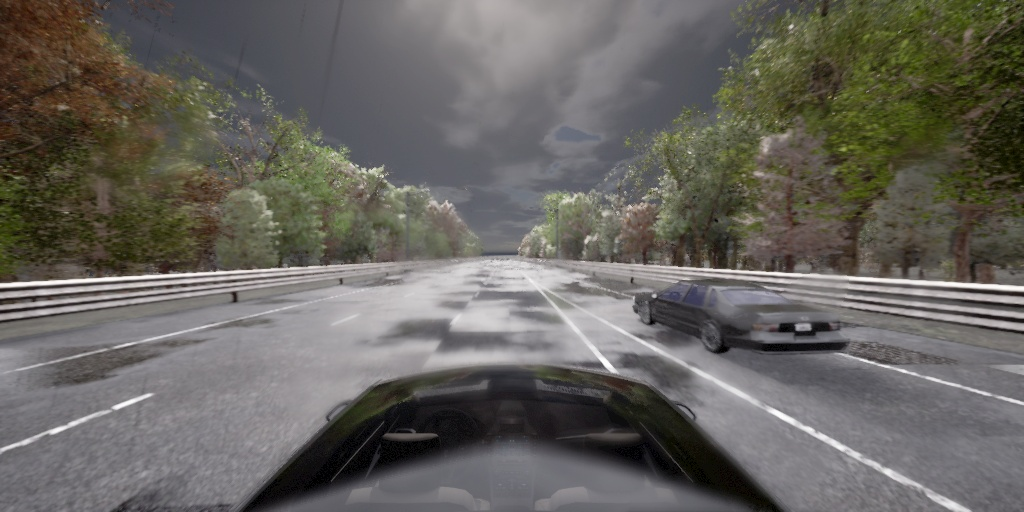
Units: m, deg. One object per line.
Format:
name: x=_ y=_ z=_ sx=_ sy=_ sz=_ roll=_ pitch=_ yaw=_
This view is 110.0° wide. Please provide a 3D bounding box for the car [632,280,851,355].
car: x=4.844 y=1.283 z=8.713 sx=2.033 sy=1.411 sz=5.357 roll=0 pitch=0 yaw=-5
